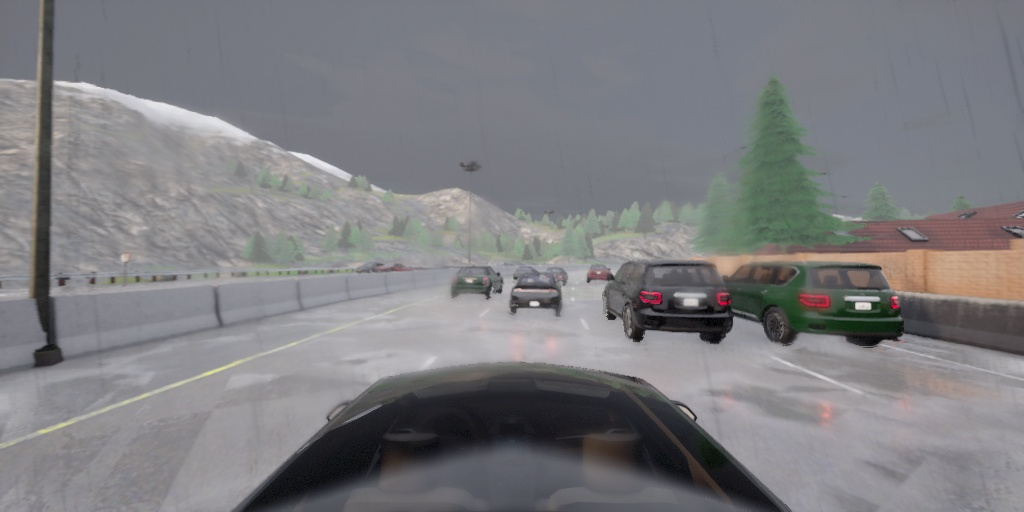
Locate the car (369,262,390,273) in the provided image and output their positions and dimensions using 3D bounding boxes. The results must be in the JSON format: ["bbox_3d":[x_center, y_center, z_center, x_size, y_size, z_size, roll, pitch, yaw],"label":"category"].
[{"bbox_3d":[-14.691,1.553,43.813,1.882,1.535,5.008,0,-1,16],"label":"car"}]

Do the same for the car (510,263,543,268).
[{"bbox_3d":[1.459,1.732,35.803,1.994,1.385,4.181,0,-1,14],"label":"car"}]

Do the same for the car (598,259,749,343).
[{"bbox_3d":[4.116,1.123,10.437,2.150,2.045,5.566,1,0,5],"label":"car"}]

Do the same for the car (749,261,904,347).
[{"bbox_3d":[7.608,1.161,10.195,2.150,2.045,5.566,1,0,5],"label":"car"}]

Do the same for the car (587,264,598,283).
[{"bbox_3d":[8.281,1.580,34.198,2.097,1.767,4.553,1,-1,14],"label":"car"}]

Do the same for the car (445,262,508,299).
[{"bbox_3d":[-1.779,1.293,19.725,2.097,1.767,4.553,1,-1,8],"label":"car"}]

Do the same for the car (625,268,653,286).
[{"bbox_3d":[11.413,1.845,32.494,1.895,1.301,4.718,0,-1,14],"label":"car"}]

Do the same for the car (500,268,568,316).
[{"bbox_3d":[1.019,1.401,14.279,2.128,1.511,4.902,1,-1,6],"label":"car"}]

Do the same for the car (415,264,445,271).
[{"bbox_3d":[-8.368,1.658,40.559,2.033,1.411,5.357,0,-1,15],"label":"car"}]

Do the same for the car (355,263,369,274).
[{"bbox_3d":[-17.771,1.569,45.726,1.837,1.490,4.892,0,-1,16],"label":"car"}]

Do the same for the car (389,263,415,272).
[{"bbox_3d":[-11.699,1.685,41.606,1.895,1.301,4.718,0,-1,16],"label":"car"}]
